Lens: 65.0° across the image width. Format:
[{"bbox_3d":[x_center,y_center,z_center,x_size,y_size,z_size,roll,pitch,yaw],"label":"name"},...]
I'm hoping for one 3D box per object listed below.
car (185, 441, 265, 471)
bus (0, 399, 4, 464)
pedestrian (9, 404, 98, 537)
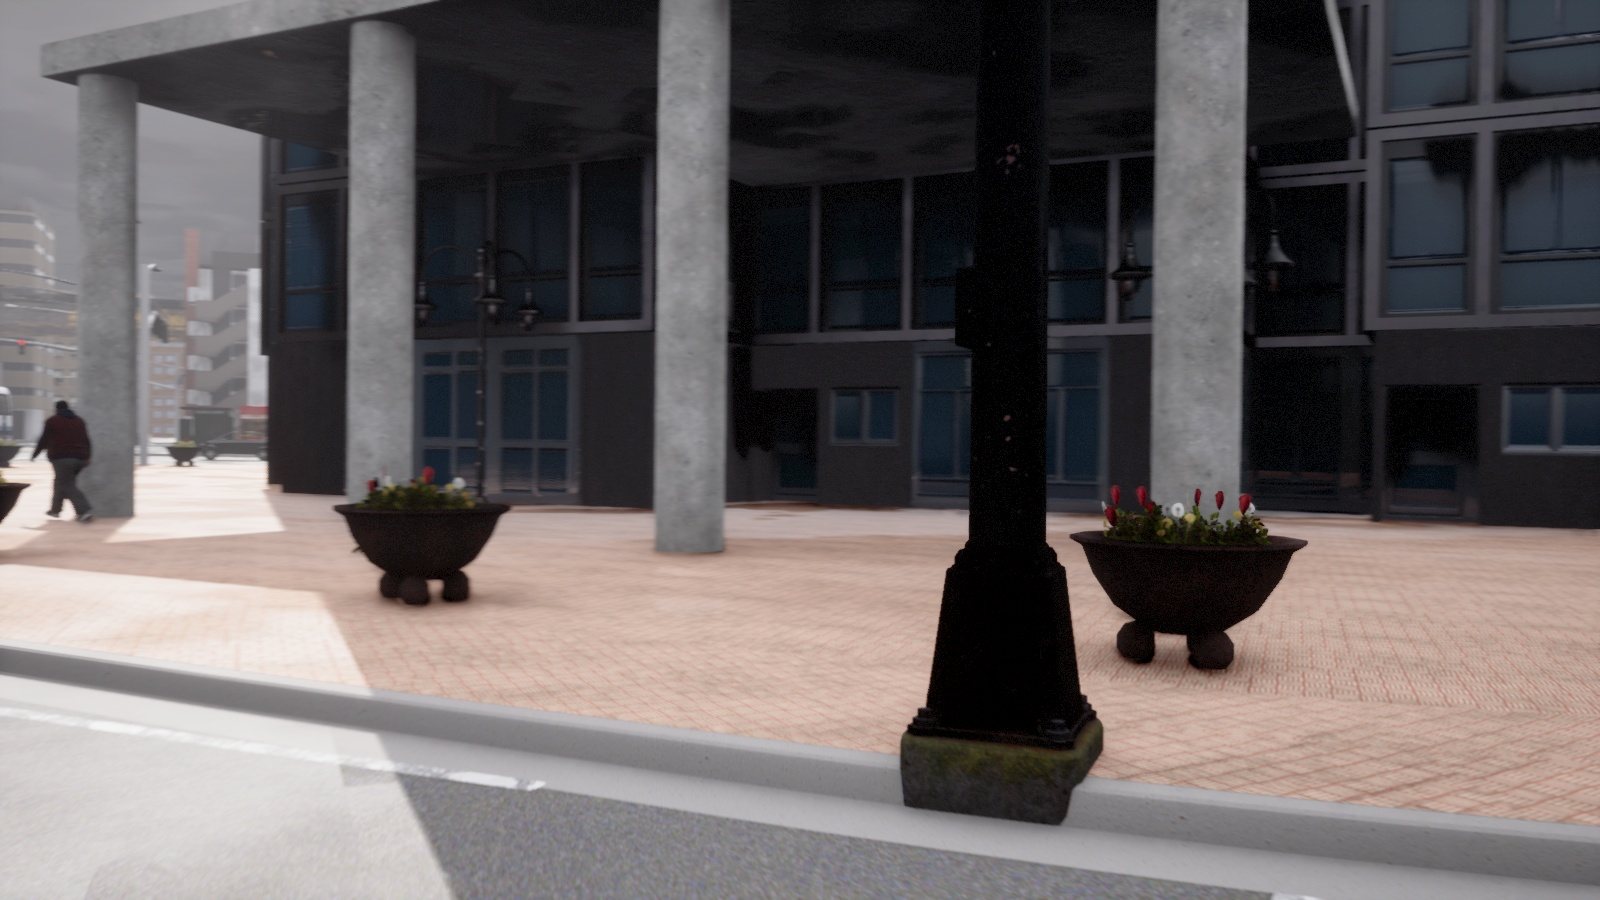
[{"bbox_3d":[-29.962,0.305,65.511,3.705,1.549,1.789,0,0,-24],"label":"car"},{"bbox_3d":[-52.559,-1.135,77.772,3.944,4.253,10.273,-1,1,-24],"label":"bus"},{"bbox_3d":[-10.636,0.285,17.900,0.899,1.844,0.634,0,1,20],"label":"pedestrian"}]
